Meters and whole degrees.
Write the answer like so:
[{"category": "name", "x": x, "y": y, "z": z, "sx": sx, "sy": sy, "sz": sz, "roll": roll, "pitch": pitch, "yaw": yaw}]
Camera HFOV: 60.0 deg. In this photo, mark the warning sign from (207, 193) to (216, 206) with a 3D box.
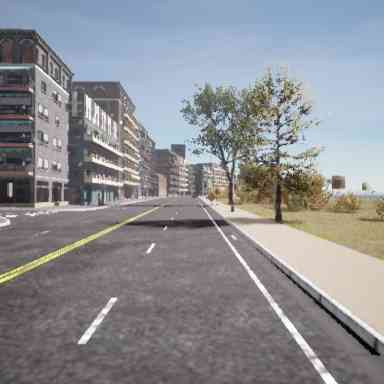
[{"category": "warning sign", "x": 2.842, "y": 1.115, "z": 48.425, "sx": 1.300, "sy": 1.860, "sz": 1.060, "roll": -1, "pitch": -1, "yaw": 0}]
